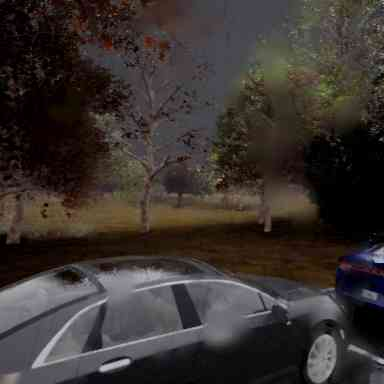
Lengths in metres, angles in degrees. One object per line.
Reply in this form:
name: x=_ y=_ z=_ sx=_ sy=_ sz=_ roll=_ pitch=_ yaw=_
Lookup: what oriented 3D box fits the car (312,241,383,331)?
car: x=4.984 y=1.530 z=6.293 sx=5.008 sy=1.535 sz=2.097 roll=2 pitch=-1 yaw=-27
